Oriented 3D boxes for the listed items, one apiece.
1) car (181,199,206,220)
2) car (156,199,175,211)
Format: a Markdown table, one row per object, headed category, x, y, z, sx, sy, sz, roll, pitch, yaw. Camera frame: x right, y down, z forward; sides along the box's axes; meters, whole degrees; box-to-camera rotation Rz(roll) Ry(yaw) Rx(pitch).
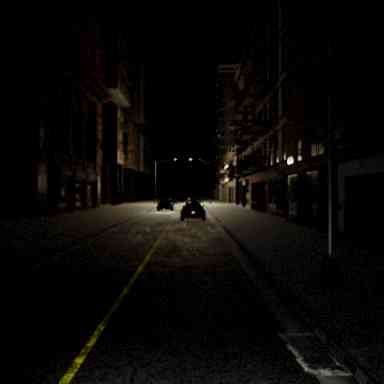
| category | x | y | z | sx | sy | sz | roll | pitch | yaw |
| --- | --- | --- | --- | --- | --- | --- | --- | --- | --- |
| car | 0.087 | 1.530 | 27.449 | 1.994 | 1.385 | 4.181 | 0 | 0 | 0 |
| car | -3.050 | 1.503 | 39.312 | 2.033 | 1.411 | 5.357 | 0 | 0 | 1 |
